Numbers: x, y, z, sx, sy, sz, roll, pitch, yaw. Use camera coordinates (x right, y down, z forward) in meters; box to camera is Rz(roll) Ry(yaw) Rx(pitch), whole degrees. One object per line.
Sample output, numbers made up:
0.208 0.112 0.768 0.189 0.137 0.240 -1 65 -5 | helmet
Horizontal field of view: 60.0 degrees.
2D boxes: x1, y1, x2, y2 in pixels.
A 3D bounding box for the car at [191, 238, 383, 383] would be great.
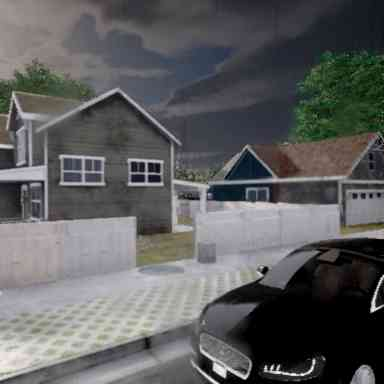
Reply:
2.232 1.481 4.677 4.892 1.490 1.837 0 0 -36 | car
